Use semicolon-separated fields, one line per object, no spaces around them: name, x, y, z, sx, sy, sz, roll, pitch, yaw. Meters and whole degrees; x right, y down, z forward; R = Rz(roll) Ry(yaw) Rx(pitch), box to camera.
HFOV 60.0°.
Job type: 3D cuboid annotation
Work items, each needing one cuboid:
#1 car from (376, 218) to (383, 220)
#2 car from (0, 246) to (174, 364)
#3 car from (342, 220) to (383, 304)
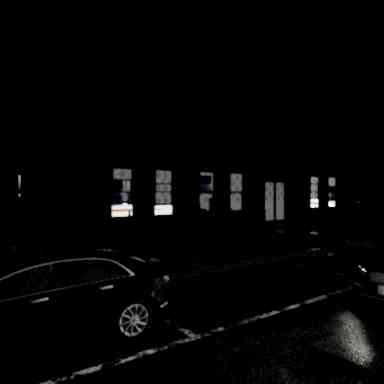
car;6.926;1.566;11.483;4.206;1.307;1.802;0;0;-35
car;-2.351;1.550;4.883;4.403;1.369;2.008;0;0;-35
car;5.435;1.480;7.243;4.902;1.511;2.128;0;0;-35
